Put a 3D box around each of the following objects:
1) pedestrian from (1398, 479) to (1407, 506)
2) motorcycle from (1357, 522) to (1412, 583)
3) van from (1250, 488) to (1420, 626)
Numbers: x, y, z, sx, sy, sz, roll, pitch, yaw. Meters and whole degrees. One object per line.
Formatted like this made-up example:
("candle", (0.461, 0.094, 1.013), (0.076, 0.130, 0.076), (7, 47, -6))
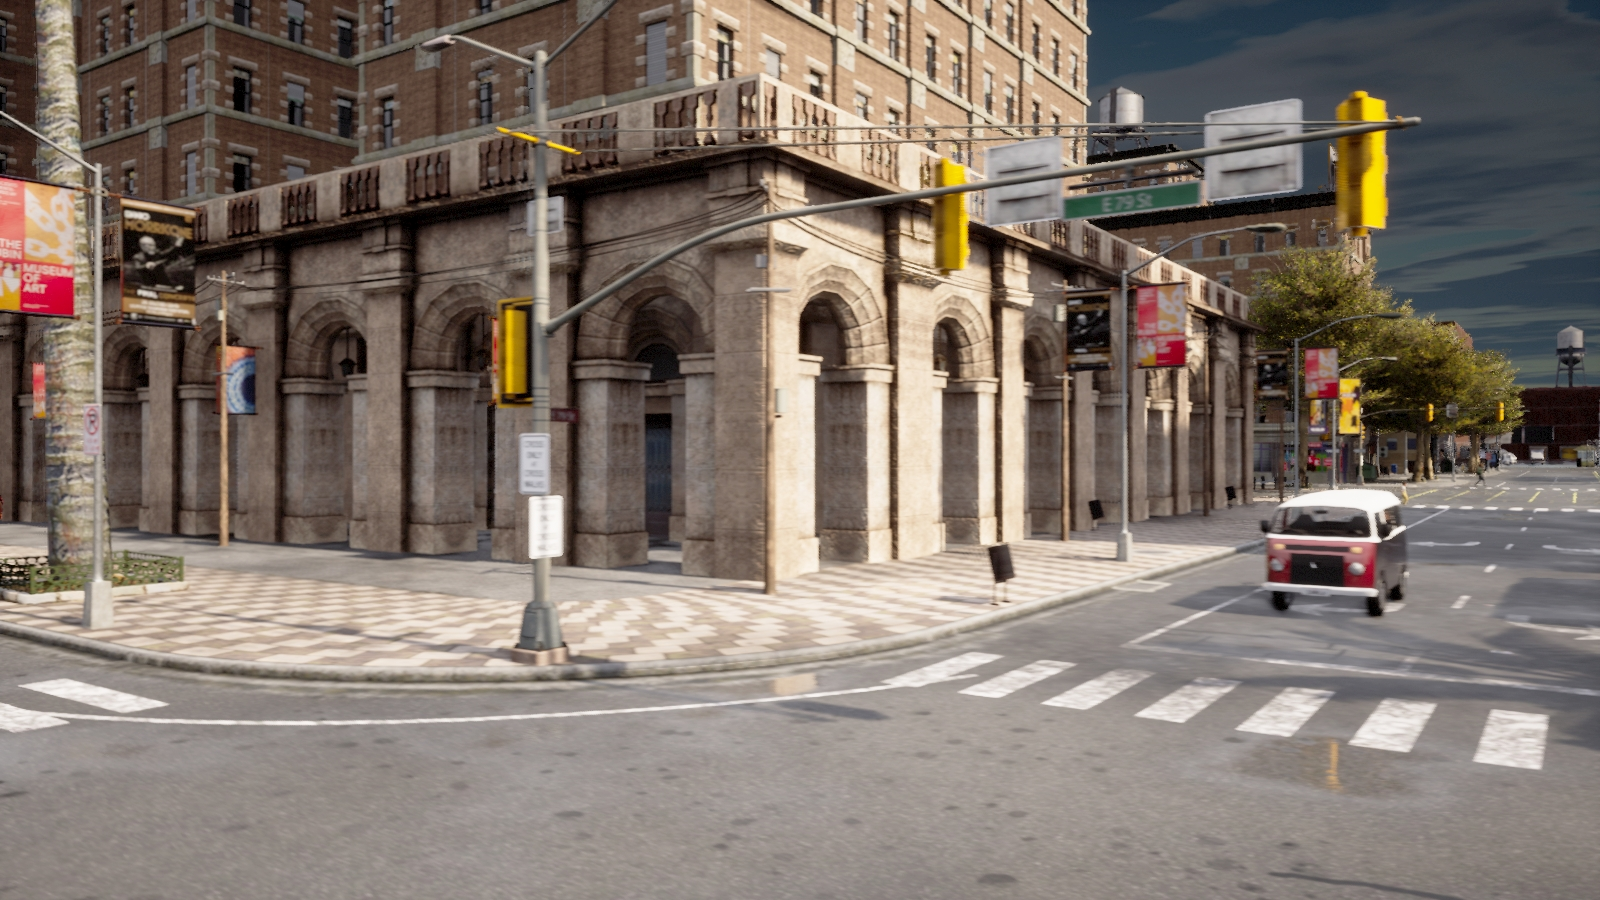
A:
("pedestrian", (30.251, 2.133, 57.360), (0.375, 1.300, 0.375), (0, 0, 34))
("motorcycle", (12.819, 2.215, 25.023), (0.803, 1.145, 2.033), (0, 0, 35))
("van", (9.763, 1.784, 20.653), (2.069, 2.038, 4.480), (0, 0, 35))
